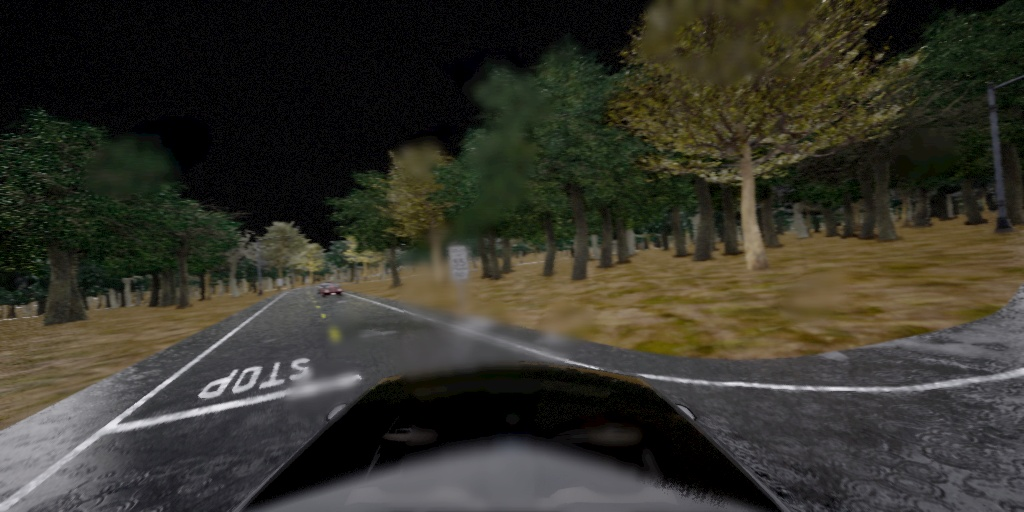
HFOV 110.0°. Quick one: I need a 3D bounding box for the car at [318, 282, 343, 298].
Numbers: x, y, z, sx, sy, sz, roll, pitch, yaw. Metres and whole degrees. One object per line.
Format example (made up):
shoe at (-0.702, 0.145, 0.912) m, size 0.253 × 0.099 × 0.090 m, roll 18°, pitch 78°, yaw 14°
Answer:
car at (-19.437, 3.705, 38.644) m, size 1.895 × 1.301 × 4.718 m, roll -3°, pitch -2°, yaw -30°
